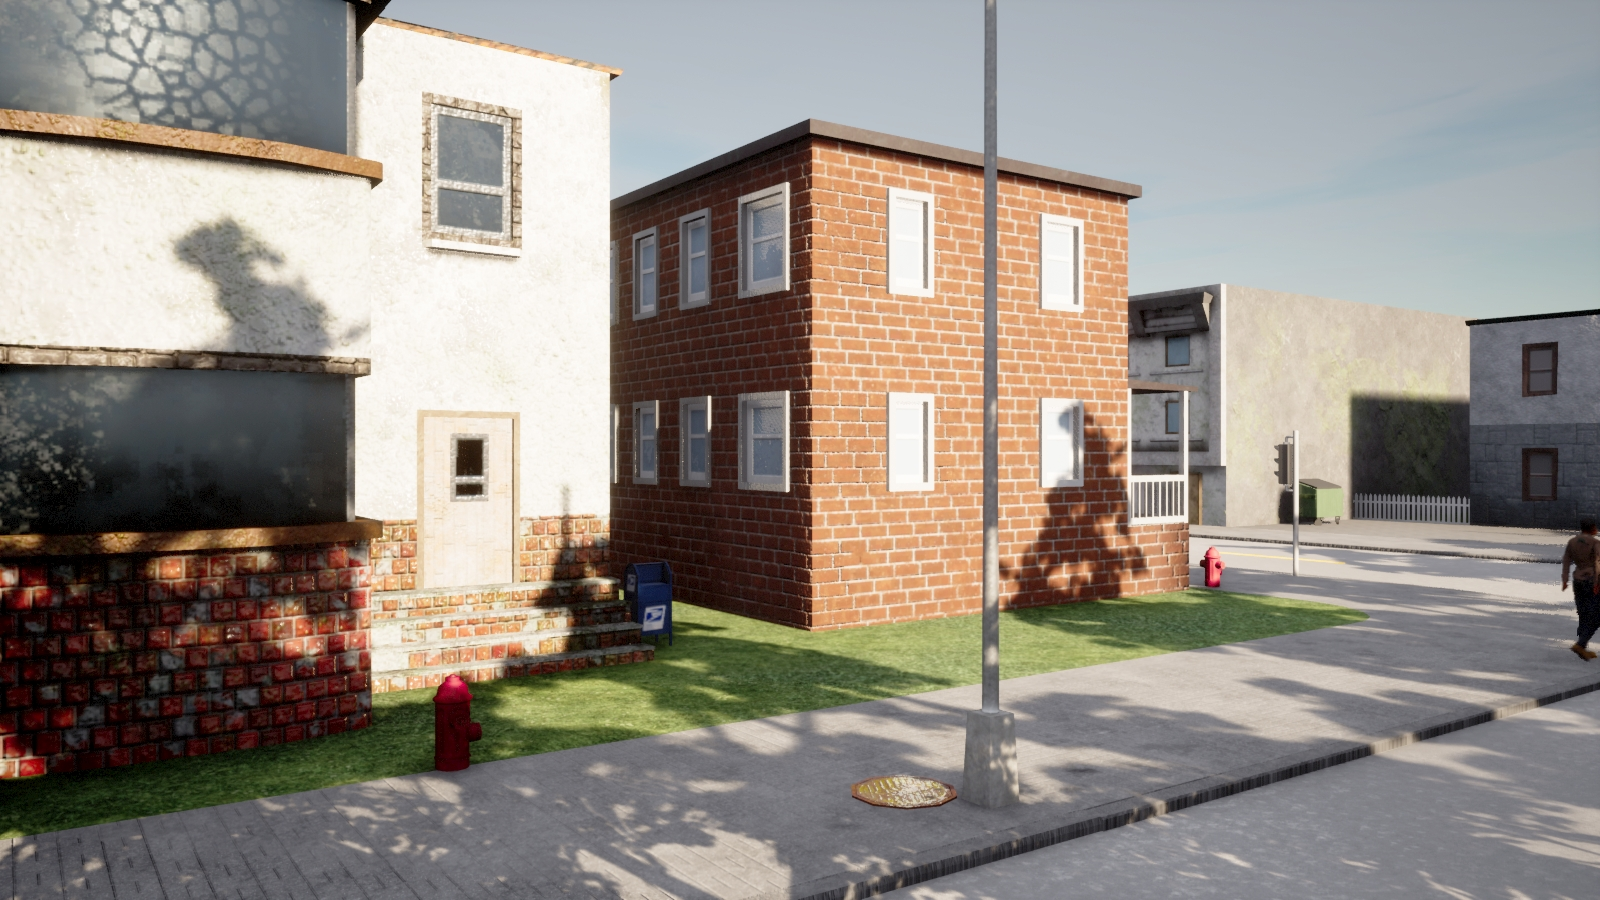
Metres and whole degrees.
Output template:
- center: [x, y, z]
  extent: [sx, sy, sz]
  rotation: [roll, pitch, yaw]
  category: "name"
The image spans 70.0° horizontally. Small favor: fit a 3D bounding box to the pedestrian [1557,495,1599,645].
- center: [9.953, 1.517, 14.536]
  extent: [0.375, 1.860, 0.375]
  rotation: [0, 0, -17]
  category: "pedestrian"
